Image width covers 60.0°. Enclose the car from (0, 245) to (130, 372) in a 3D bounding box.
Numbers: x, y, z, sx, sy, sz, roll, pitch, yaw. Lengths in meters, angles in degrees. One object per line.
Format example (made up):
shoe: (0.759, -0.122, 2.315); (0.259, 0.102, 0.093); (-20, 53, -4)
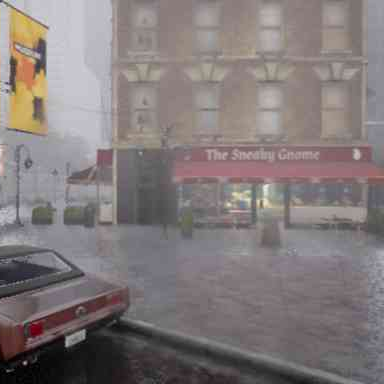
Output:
car: (-3.365, 1.549, 5.392); (4.718, 1.301, 1.895); (0, 0, 32)
